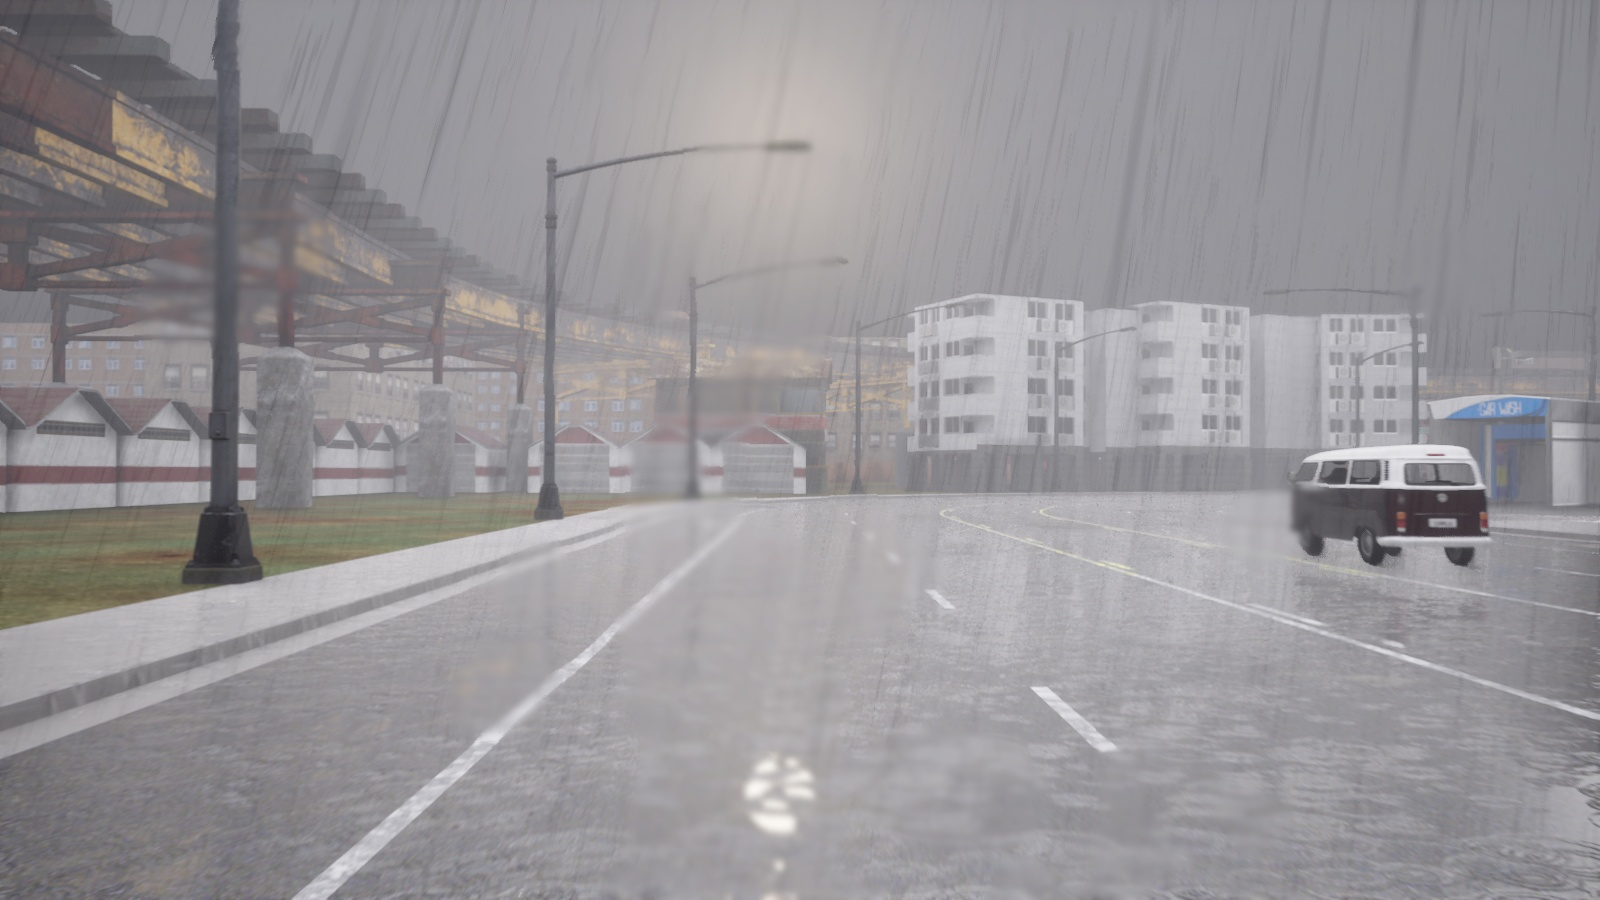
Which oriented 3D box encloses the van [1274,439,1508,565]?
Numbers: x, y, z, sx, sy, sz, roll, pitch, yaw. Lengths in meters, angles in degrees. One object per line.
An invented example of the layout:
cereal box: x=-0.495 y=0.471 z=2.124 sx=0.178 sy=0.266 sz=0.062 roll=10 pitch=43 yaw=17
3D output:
van: x=10.442 y=0.875 z=22.627 sx=2.069 sy=2.038 sz=4.480 roll=0 pitch=-1 yaw=0
